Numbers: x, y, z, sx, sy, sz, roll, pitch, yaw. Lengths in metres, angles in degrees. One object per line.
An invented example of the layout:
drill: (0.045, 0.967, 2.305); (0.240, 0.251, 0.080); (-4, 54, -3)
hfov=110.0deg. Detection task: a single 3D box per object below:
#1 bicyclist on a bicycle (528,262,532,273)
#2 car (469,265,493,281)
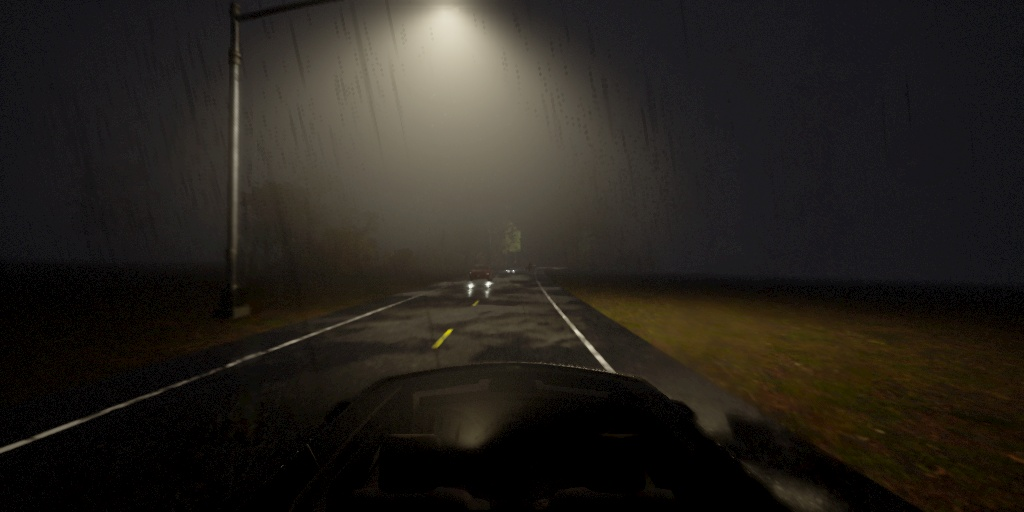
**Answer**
bicyclist on a bicycle: (2.672, 1.837, 54.376); (0.582, 1.620, 1.656); (0, -1, 4)
car: (-2.909, 1.581, 34.841); (1.882, 1.535, 5.008); (0, -1, 3)
